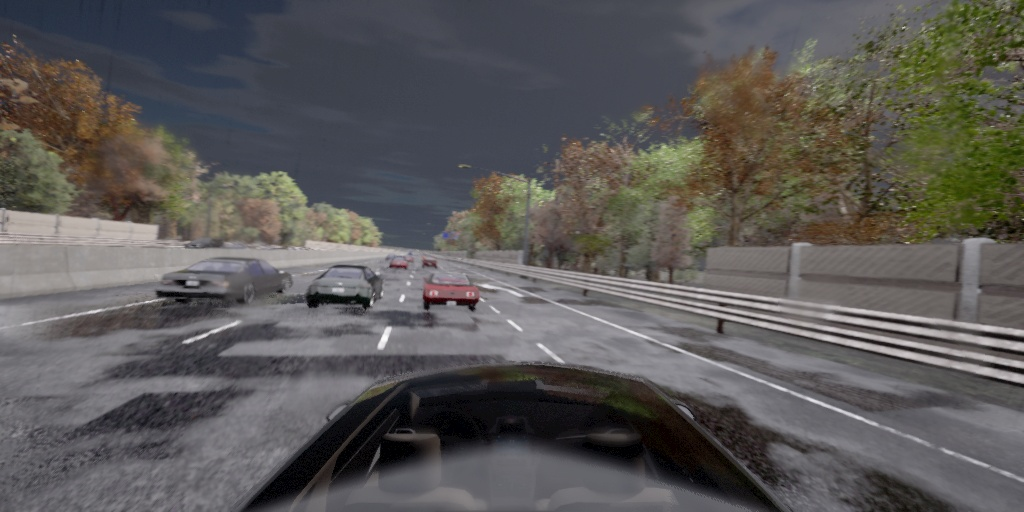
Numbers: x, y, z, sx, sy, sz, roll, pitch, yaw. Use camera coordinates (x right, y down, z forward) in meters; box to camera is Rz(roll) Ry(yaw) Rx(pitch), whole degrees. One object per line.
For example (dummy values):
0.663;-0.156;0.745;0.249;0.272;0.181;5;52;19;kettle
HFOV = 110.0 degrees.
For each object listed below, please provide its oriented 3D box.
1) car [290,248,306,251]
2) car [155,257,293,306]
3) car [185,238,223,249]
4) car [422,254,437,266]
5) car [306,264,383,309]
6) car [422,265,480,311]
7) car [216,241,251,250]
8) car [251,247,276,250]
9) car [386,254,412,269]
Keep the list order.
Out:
-29.185;-0.357;48.508;2.128;1.511;4.902;4;0;-14;car
-9.237;0.757;12.124;2.033;1.411;5.357;4;0;-14;car
-39.392;-1.305;46.291;2.150;2.045;5.566;4;0;-14;car
-11.137;0.832;48.475;1.882;1.535;5.008;4;0;-14;car
-5.879;1.005;13.078;1.994;1.385;4.181;4;0;-14;car
-2.535;1.272;14.098;1.895;1.301;4.718;4;0;-14;car
-36.056;-0.767;47.260;2.033;1.411;5.357;4;0;-14;car
-32.759;-0.523;48.441;1.994;1.385;4.181;4;0;-14;car
-12.979;0.743;41.427;1.994;1.385;4.181;4;0;-14;car
